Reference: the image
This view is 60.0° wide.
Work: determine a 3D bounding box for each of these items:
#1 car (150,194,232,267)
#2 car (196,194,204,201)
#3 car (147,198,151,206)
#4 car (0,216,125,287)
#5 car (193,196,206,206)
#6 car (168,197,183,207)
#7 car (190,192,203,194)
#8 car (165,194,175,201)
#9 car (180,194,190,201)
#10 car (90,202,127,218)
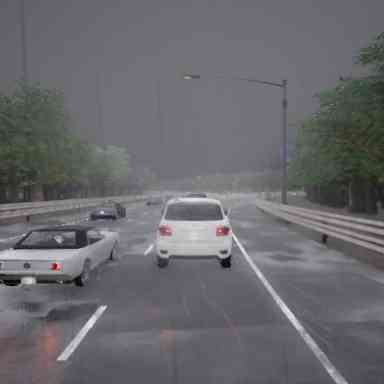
[{"bbox_3d":[0.084,1.204,11.469,2.150,2.045,5.566,0,0,1],"label":"car"},{"bbox_3d":[1.879,1.266,78.907,1.837,1.490,4.892,0,0,0],"label":"car"},{"bbox_3d":[-5.729,1.390,51.657,1.994,1.385,4.181,0,0,2],"label":"car"},{"bbox_3d":[-3.412,1.585,9.253,1.895,1.301,4.718,0,0,1],"label":"car"},{"bbox_3d":[1.222,1.375,53.081,2.033,1.411,5.357,0,0,2],"label":"car"},{"bbox_3d":[-2.359,1.444,48.338,1.895,1.301,4.718,0,0,2],"label":"car"},{"bbox_3d":[0.531,1.142,31.336,2.150,2.045,5.566,0,0,2],"label":"car"},{"bbox_3d":[-5.132,1.239,77.938,1.882,1.535,5.008,0,0,1],"label":"car"},{"bbox_3d":[-1.624,1.304,78.760,2.033,1.411,5.357,0,0,0],"label":"car"},{"bbox_3d":[-6.533,1.497,26.366,1.994,1.385,4.181,0,0,2],"label":"car"}]
